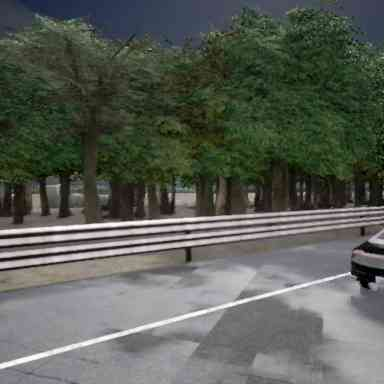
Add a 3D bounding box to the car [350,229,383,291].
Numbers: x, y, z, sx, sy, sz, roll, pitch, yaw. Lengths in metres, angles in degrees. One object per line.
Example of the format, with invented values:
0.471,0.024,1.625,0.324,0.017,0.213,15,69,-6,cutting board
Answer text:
5.566,1.422,7.517,4.902,1.511,2.128,-1,0,-34,car
